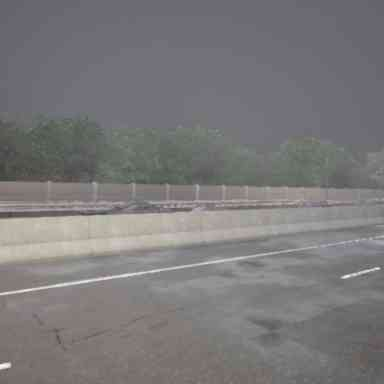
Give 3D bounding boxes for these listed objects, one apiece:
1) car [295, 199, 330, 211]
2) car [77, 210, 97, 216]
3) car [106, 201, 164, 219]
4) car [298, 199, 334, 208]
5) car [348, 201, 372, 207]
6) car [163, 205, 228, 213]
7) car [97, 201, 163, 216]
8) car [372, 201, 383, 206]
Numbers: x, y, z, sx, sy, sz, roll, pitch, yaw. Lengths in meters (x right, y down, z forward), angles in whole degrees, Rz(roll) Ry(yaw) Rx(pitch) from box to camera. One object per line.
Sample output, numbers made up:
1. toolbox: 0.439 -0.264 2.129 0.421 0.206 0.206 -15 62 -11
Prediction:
1. car: 16.710 1.733 46.119 4.902 1.511 2.128 1 0 -35
2. car: -6.208 1.658 25.377 4.718 1.301 1.895 0 0 -36
3. car: -5.166 1.585 30.428 4.892 1.490 1.837 0 0 -36
4. car: 15.453 1.720 40.926 4.892 1.490 1.837 1 0 -36
5. car: 21.124 1.791 40.669 5.357 1.411 2.033 0 0 -35
6. car: 0.731 1.604 21.736 4.674 1.442 1.812 0 0 -36
7. car: -3.676 1.566 22.885 4.892 1.490 1.837 0 0 -36
8. car: 22.768 1.591 37.546 4.553 1.767 2.097 0 0 -35
